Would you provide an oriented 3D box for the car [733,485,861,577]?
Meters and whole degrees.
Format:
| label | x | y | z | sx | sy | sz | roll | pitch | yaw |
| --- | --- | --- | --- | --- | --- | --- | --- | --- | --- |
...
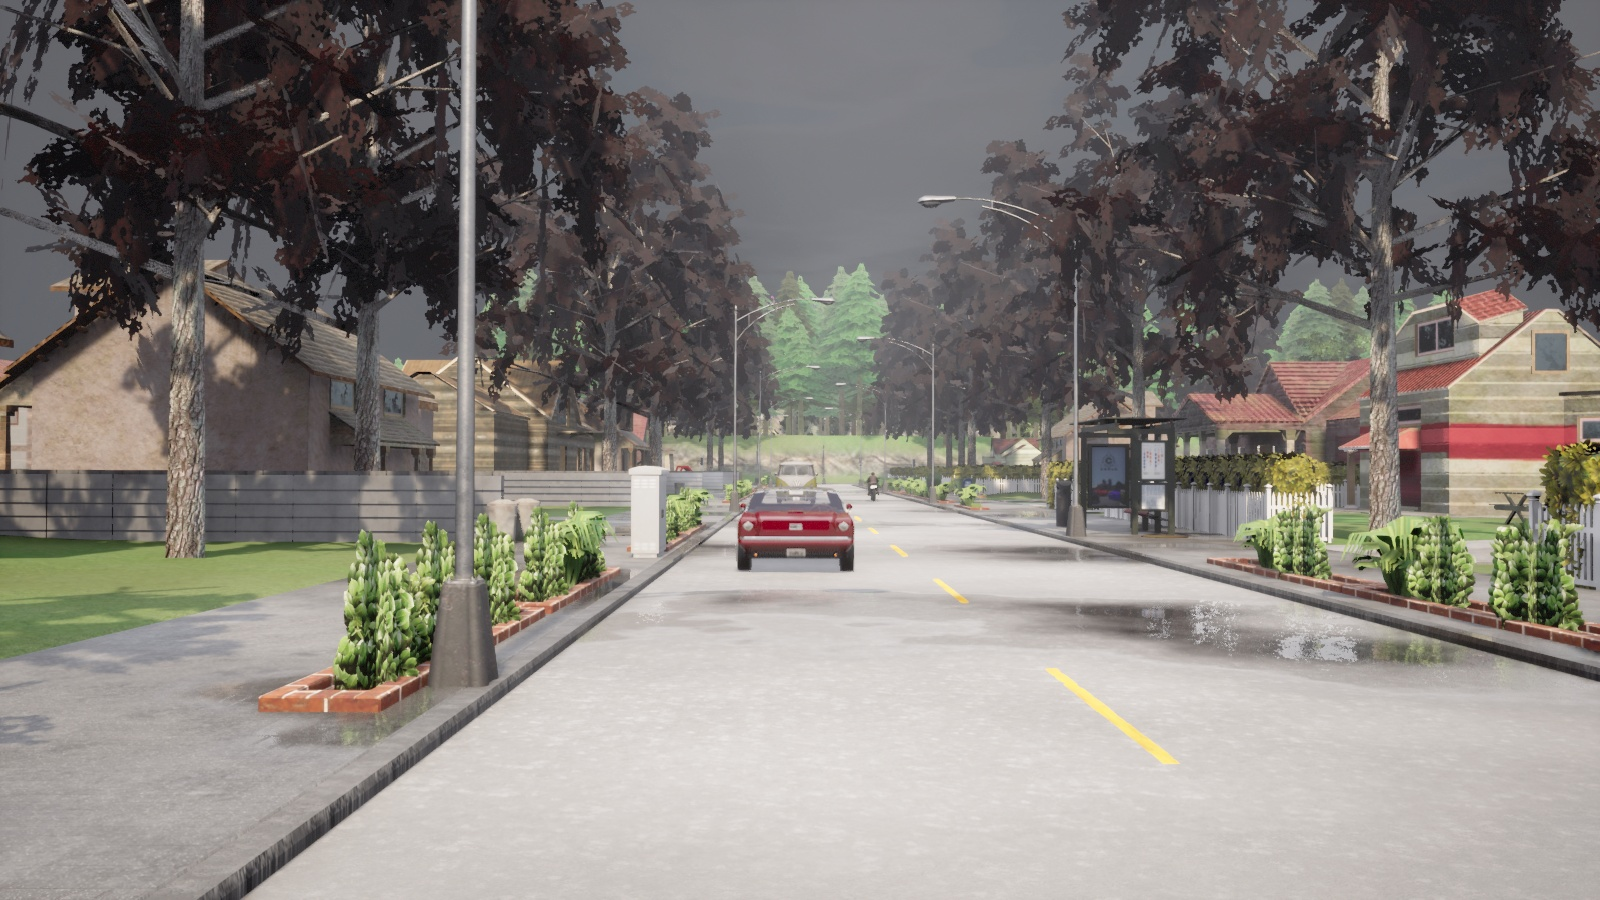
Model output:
| label | x | y | z | sx | sy | sz | roll | pitch | yaw |
| --- | --- | --- | --- | --- | --- | --- | --- | --- | --- |
| car | -0.057 | 1.267 | 21.023 | 1.895 | 1.301 | 4.718 | 0 | -1 | 0 |

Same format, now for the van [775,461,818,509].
| label | x | y | z | sx | sy | sz | roll | pitch | yaw |
| --- | --- | --- | --- | --- | --- | --- | --- | --- | --- |
| van | -0.149 | 1.482 | 54.599 | 1.775 | 1.987 | 4.442 | 0 | -1 | 0 |
